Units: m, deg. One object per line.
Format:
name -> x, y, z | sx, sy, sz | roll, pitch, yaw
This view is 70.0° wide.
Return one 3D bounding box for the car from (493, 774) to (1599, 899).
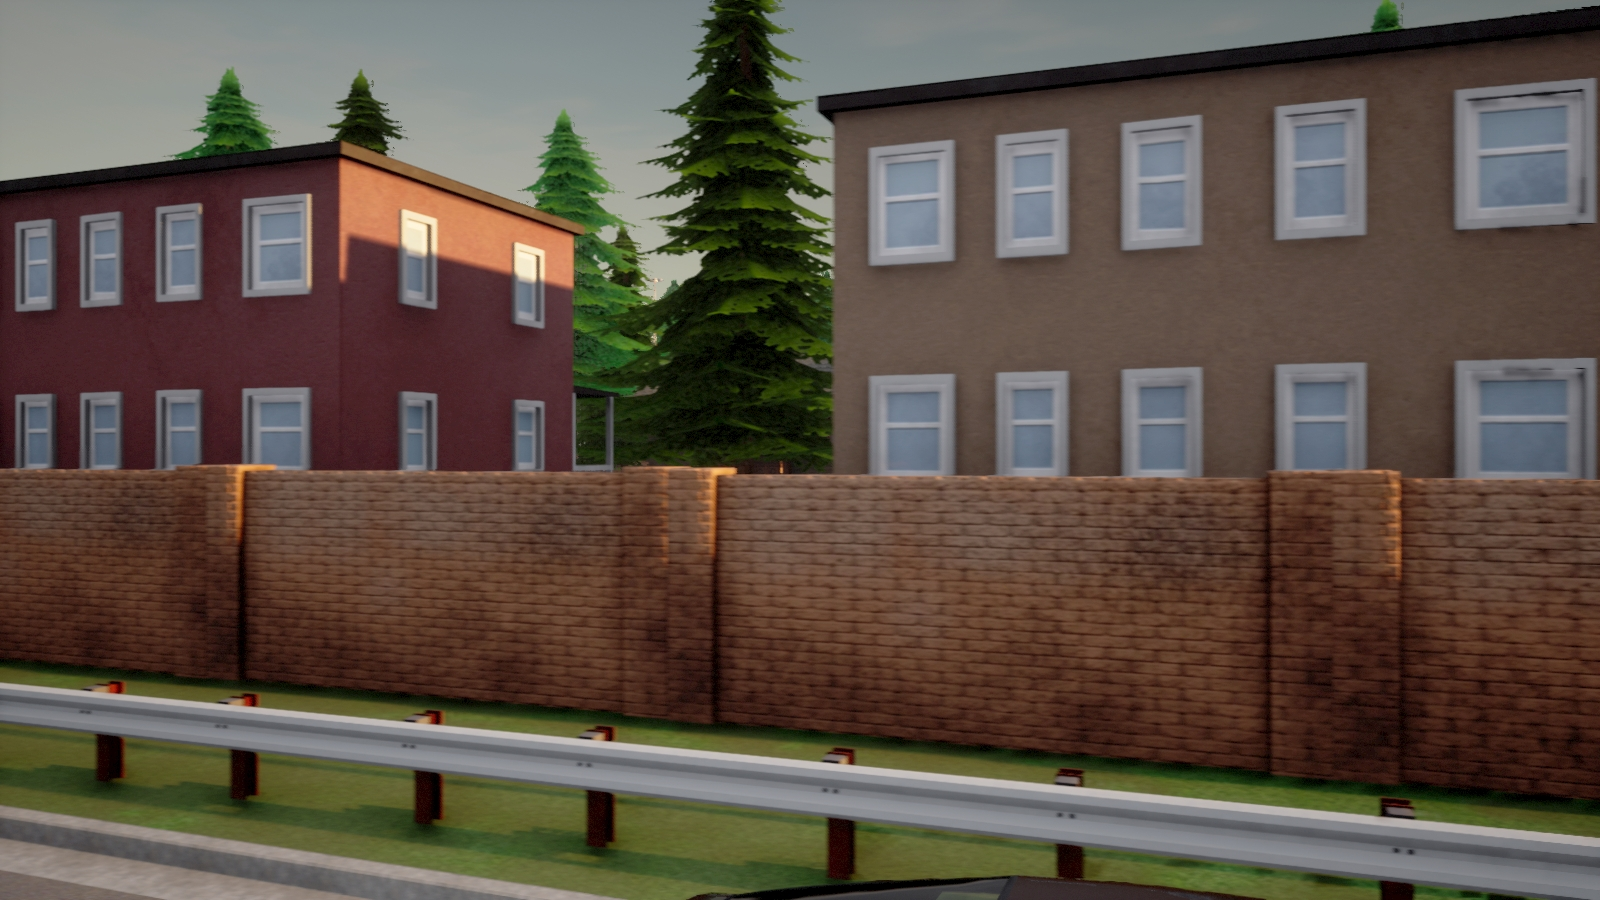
car -> 1.366, 2.040, 2.804 | 4.514, 1.525, 2.007 | 0, 0, 20
